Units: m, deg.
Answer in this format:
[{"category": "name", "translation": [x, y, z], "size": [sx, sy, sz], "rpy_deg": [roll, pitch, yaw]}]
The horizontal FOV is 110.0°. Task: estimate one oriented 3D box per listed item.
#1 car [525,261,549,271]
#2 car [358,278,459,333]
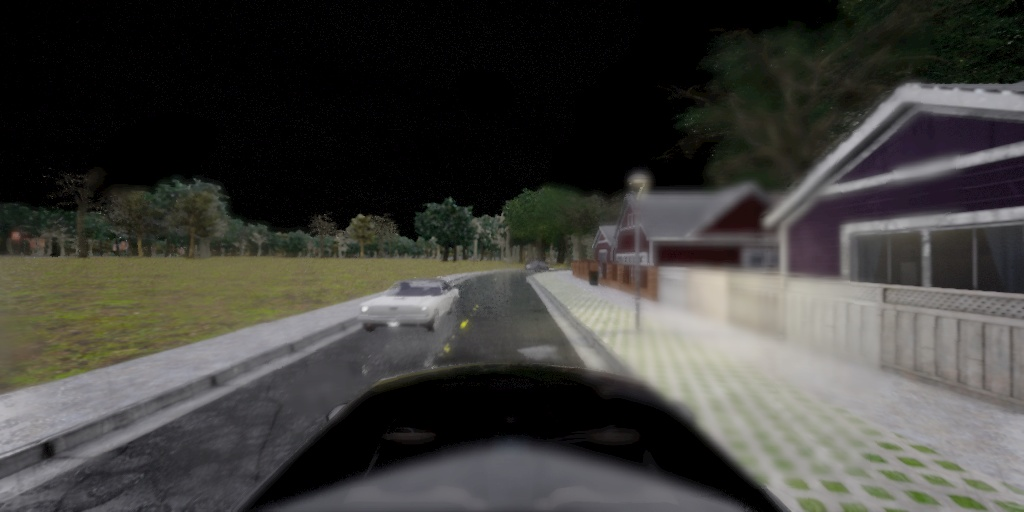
[{"category": "car", "translation": [3.770, 1.518, 53.484], "size": [2.128, 1.511, 4.902], "rpy_deg": [-1, -1, 33]}, {"category": "car", "translation": [-2.853, 1.374, 10.912], "size": [1.895, 1.301, 4.718], "rpy_deg": [0, 0, 0]}]
